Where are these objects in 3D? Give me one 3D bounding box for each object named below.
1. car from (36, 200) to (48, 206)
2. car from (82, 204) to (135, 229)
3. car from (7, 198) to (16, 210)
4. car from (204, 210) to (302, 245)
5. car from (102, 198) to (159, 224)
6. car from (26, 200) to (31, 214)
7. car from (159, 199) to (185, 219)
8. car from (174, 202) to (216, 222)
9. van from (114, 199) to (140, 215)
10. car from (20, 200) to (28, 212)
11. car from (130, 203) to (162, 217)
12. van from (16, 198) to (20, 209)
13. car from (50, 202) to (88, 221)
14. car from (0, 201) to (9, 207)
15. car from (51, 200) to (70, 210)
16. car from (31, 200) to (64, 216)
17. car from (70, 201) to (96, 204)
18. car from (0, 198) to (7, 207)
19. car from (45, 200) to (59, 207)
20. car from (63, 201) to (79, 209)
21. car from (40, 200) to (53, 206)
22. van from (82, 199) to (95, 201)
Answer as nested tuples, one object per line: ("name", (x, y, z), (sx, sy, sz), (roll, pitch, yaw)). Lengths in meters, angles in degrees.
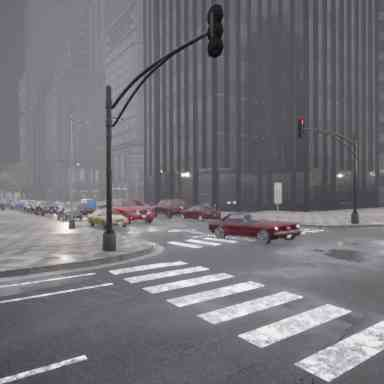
("car", (-37.670, 2.709, 83.456), (2.008, 1.369, 4.403), (-1, 0, -35))
("car", (-6.240, 1.843, 24.397), (1.752, 1.417, 4.829), (-1, 0, -35))
("car", (-31.880, 2.353, 60.550), (1.967, 1.590, 4.097), (-1, 0, -35))
("car", (2.898, 1.679, 16.124), (1.895, 1.301, 4.718), (-1, -2, -35))
("car", (-5.248, 1.558, 27.618), (2.150, 2.045, 5.566), (0, -1, -35))
("car", (-20.470, 2.195, 44.463), (1.887, 1.381, 4.507), (-1, 0, -35))
("car", (-2.319, 1.668, 33.613), (2.192, 1.841, 5.009), (-1, 0, -35))
("car", (0.624, 1.828, 29.460), (1.887, 1.381, 4.507), (-1, 0, -35))
("van", (-8.195, 1.832, 41.919), (1.690, 1.788, 3.998), (-1, 0, -35))
("car", (-23.298, 2.156, 48.448), (1.967, 1.590, 4.097), (-1, 0, -35))
("car", (-5.251, 2.004, 37.766), (1.802, 1.307, 4.206), (-1, 0, -35))
("van", (-26.126, 2.122, 52.434), (1.690, 1.788, 3.998), (-1, 0, -35))
("car", (-11.991, 2.004, 32.506), (2.008, 1.369, 4.403), (-1, 0, -35))
("car", (-44.320, 2.770, 78.096), (1.802, 1.307, 4.206), (-1, 0, -35))
("car", (-22.986, 2.270, 57.990), (1.882, 1.535, 5.008), (0, -1, -35))
("car", (-17.649, 1.900, 40.478), (2.192, 1.841, 5.009), (-1, 0, -35))
("car", (-12.459, 2.051, 37.797), (2.033, 1.411, 5.357), (0, -1, -35))
("car", (-41.210, 2.666, 73.710), (1.887, 1.381, 4.507), (-1, 0, -35))
("car", (-31.650, 2.594, 74.968), (1.947, 1.339, 4.313), (-1, 0, -35))
("car", (-22.623, 2.406, 62.238), (1.802, 1.307, 4.206), (-1, 0, -35))
("car", (-34.660, 2.660, 79.213), (1.947, 1.339, 4.313), (-1, 0, -35))
("van", (-17.008, 2.037, 54.378), (1.690, 1.788, 3.998), (-1, 0, -35))
